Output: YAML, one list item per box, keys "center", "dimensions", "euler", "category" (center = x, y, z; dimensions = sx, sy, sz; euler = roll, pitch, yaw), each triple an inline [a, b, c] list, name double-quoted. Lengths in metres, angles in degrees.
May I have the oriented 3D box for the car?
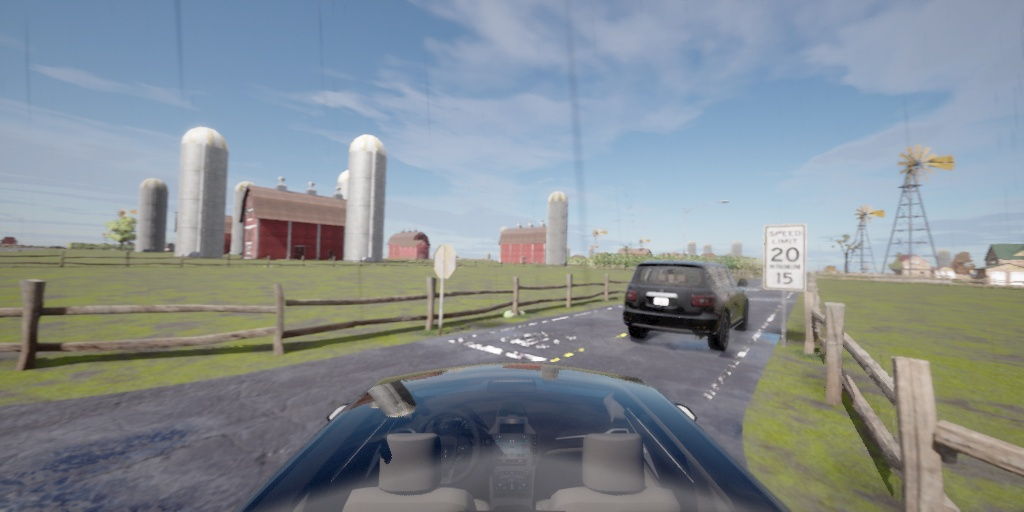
- center: [5.015, 1.167, 9.983]
  dimensions: [2.150, 2.045, 5.566]
  euler: [0, -1, 40]
  category: "car"
